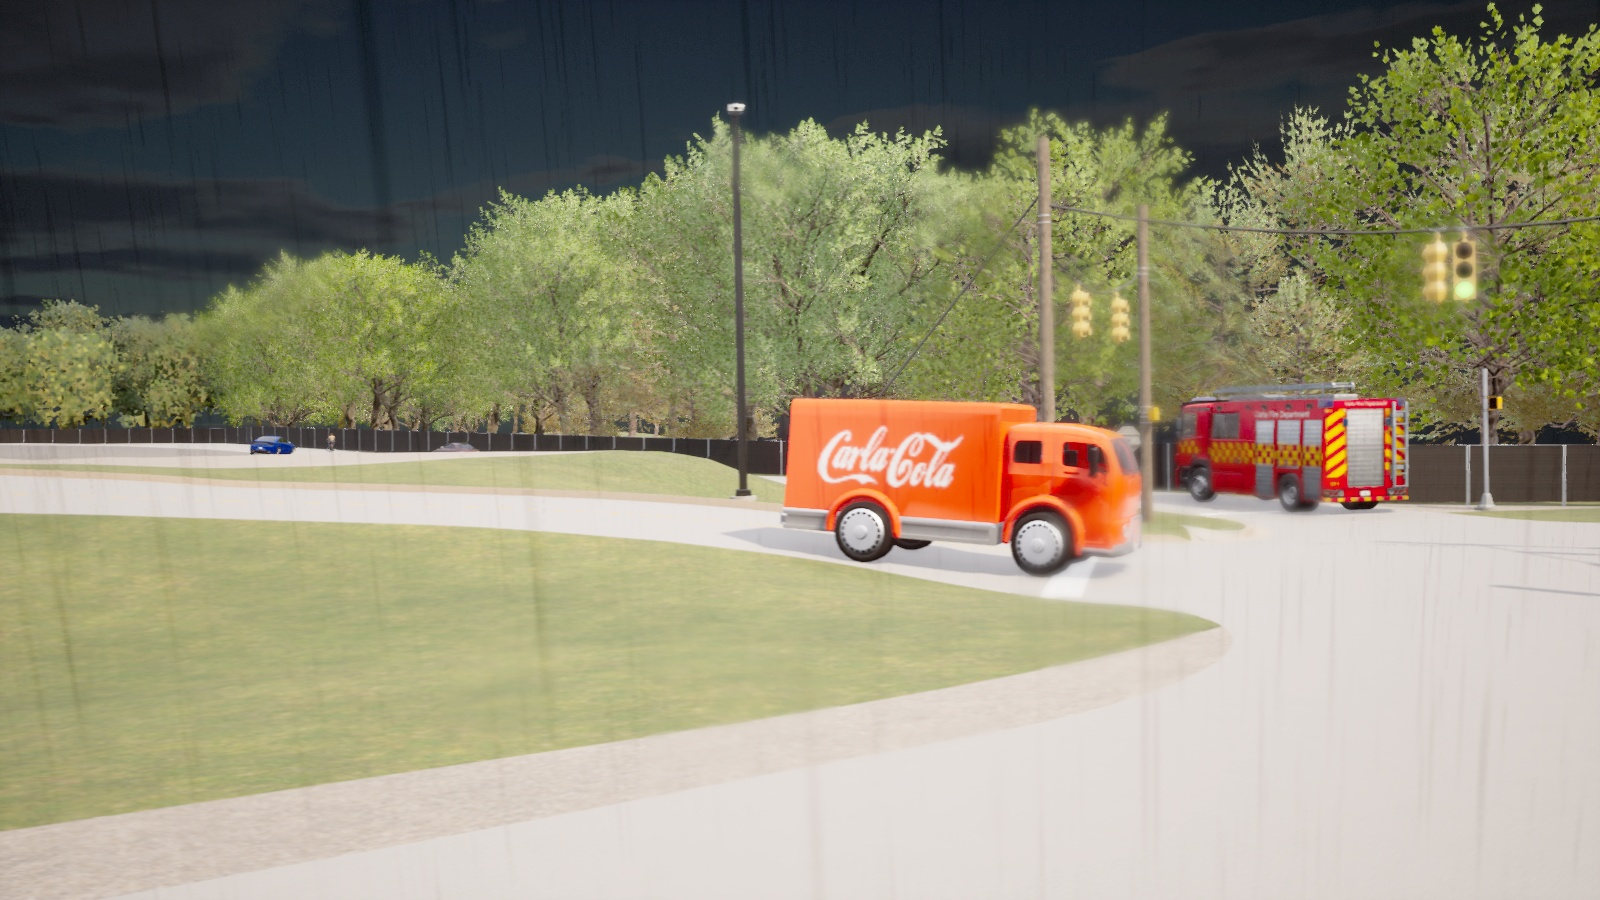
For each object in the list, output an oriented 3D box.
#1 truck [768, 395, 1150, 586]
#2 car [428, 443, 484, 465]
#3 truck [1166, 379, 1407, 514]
[{"bbox_3d":[2.462,0.482,19.338,5.204,2.467,2.627,3,2,25],"label":"truck"},{"bbox_3d":[-24.149,0.279,88.066,4.181,1.385,1.994,2,3,45],"label":"car"},{"bbox_3d":[15.234,-0.190,40.256,2.891,3.827,8.468,-2,1,-13],"label":"truck"}]
